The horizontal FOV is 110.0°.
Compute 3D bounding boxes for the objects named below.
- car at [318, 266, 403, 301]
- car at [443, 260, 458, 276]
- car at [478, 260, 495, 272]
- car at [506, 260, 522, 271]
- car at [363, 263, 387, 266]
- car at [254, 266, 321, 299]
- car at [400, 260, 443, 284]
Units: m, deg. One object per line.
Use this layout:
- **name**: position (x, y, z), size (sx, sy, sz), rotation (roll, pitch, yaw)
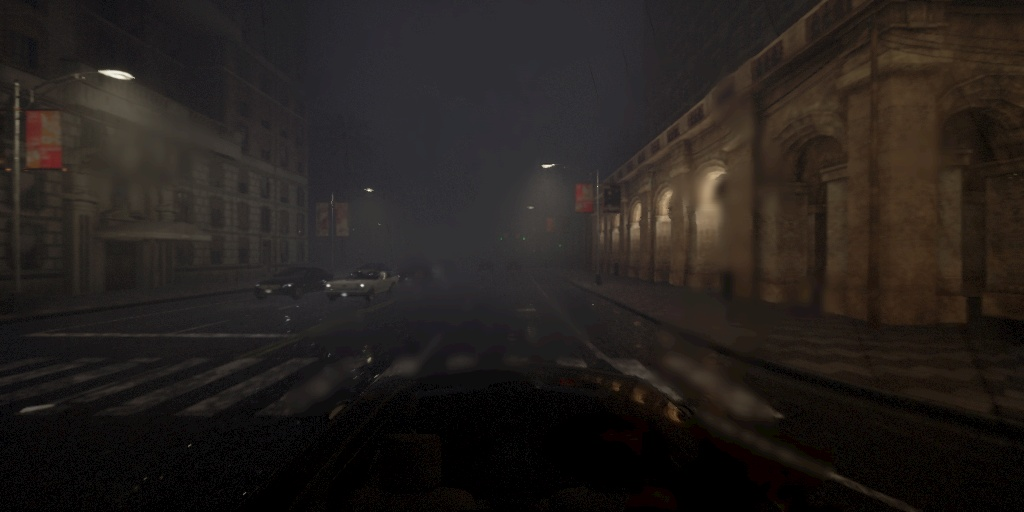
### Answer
- **car**: position (-7.098, 1.337, 17.414), size (1.895, 1.301, 4.718), rotation (0, 0, 0)
- **car**: position (-6.878, 1.211, 37.426), size (2.128, 1.511, 4.902), rotation (0, 0, 1)
- **car**: position (-3.240, 1.204, 46.437), size (2.128, 1.511, 4.902), rotation (0, 0, 1)
- **car**: position (0.272, 1.238, 47.028), size (1.812, 1.442, 4.674), rotation (0, 0, 1)
- **car**: position (-10.526, 1.254, 27.240), size (1.812, 1.442, 4.674), rotation (0, 0, 1)
- **car**: position (-10.595, 1.262, 17.934), size (1.812, 1.442, 4.674), rotation (0, 0, 0)
- **car**: position (-7.025, 1.276, 27.265), size (2.033, 1.411, 5.357), rotation (0, 0, 1)
